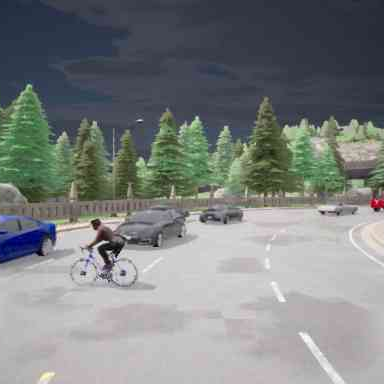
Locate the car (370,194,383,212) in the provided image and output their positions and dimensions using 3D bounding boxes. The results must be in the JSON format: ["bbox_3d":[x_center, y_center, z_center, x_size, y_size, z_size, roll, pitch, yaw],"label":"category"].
[{"bbox_3d":[22.934,1.221,37.809,5.566,2.045,2.150,0,0,-22],"label":"car"}]

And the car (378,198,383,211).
[{"bbox_3d":[21.453,1.547,33.160,5.357,1.411,2.033,0,0,-29],"label":"car"}]

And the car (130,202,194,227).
[{"bbox_3d":[-1.986,1.548,24.042,2.033,1.411,5.357,0,0,27],"label":"car"}]

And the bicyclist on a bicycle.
[{"bbox_3d":[-2.091,1.454,7.825,1.656,1.620,0.582,-1,0,6],"label":"bicyclist on a bicycle"}]

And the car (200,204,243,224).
[{"bbox_3d":[2.254,1.564,24.674,1.994,1.385,4.181,0,0,31],"label":"car"}]

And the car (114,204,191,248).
[{"bbox_3d":[-1.702,1.504,14.941,1.837,1.490,4.892,0,0,17],"label":"car"}]

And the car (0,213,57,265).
[{"bbox_3d":[-6.171,1.477,10.255,1.882,1.535,5.008,0,0,9],"label":"car"}]

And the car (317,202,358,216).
[{"bbox_3d":[14.418,1.600,32.721,4.718,1.301,1.895,0,0,-39],"label":"car"}]
